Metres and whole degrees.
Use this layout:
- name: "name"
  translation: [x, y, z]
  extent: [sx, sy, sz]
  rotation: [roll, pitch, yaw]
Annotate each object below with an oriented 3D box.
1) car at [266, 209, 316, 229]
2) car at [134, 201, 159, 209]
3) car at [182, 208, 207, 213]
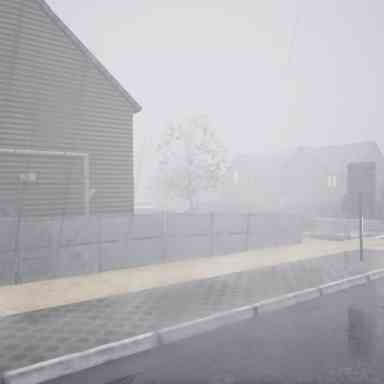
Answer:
- name: "car"
  translation: [6.452, 1.907, 23.249]
  extent: [1.994, 1.385, 4.181]
  rotation: [-1, -1, -36]
- name: "car"
  translation: [-6.017, 2.077, 40.787]
  extent: [2.150, 2.045, 5.566]
  rotation: [-1, -1, -35]
- name: "car"
  translation: [0.651, 2.182, 31.407]
  extent: [1.895, 1.301, 4.718]
  rotation: [-1, -1, -35]
